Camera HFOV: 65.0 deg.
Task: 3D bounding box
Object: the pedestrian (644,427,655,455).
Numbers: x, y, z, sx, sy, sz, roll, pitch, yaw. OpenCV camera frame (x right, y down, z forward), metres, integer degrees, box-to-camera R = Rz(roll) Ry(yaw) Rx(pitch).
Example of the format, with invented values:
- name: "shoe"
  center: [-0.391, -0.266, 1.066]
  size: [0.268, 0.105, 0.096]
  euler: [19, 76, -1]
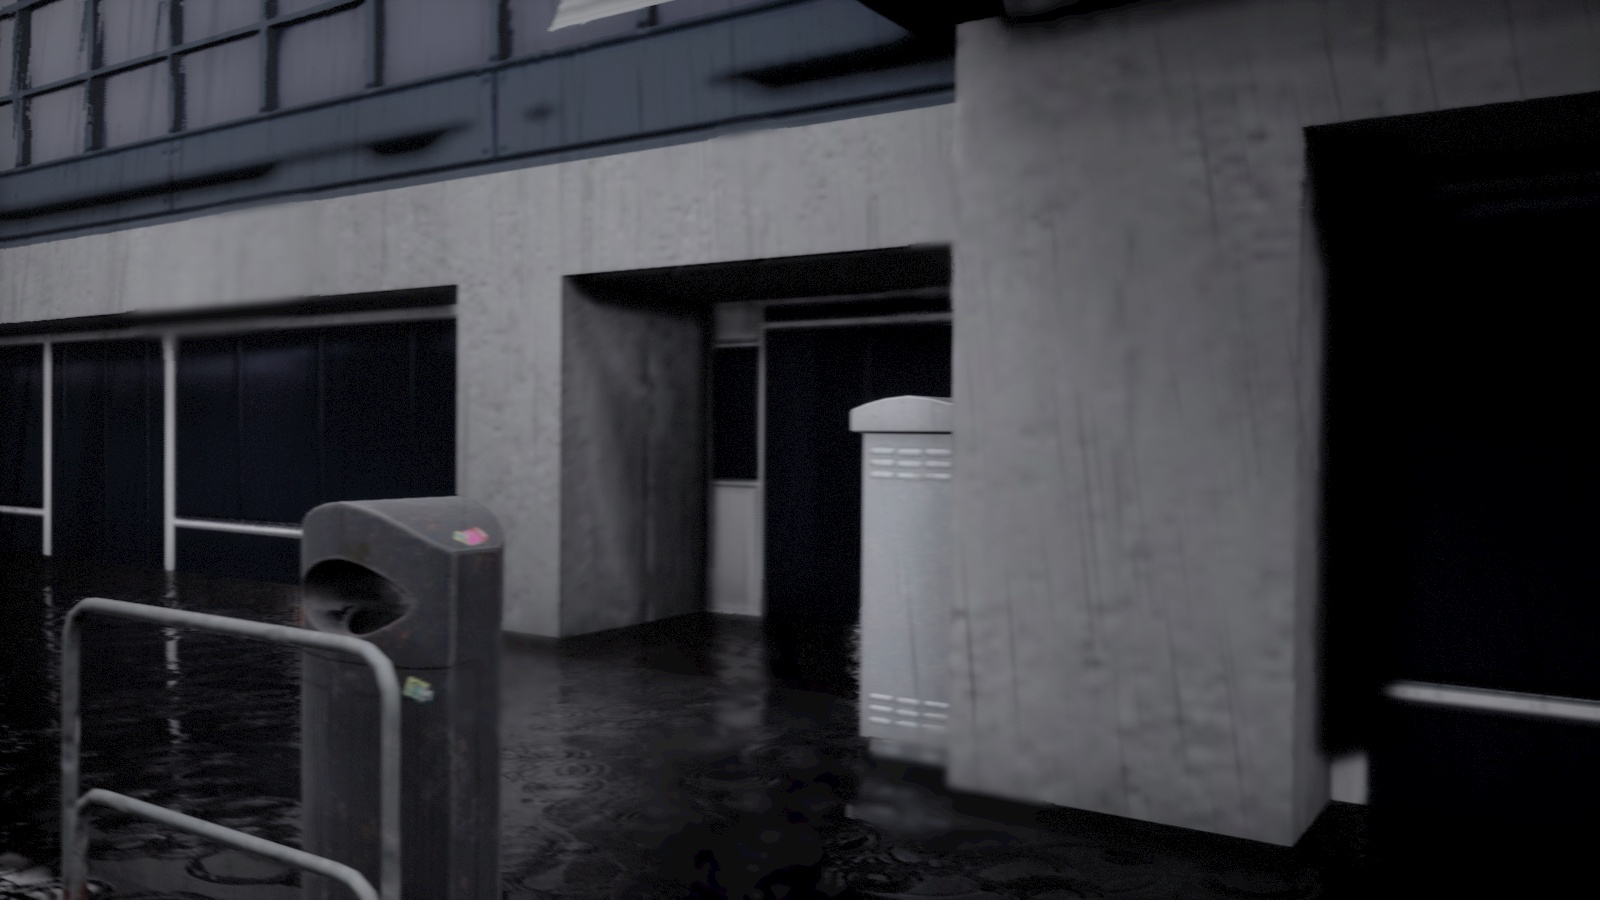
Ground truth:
- name: "pedestrian"
  center: [-10.007, -0.607, 83.440]
  size: [0.354, 1.836, 0.706]
  euler: [0, 1, 32]
